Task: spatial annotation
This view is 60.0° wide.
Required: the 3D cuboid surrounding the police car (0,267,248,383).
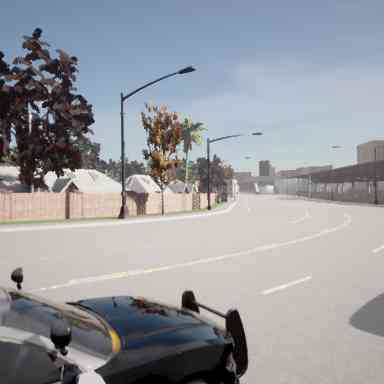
[{"bbox_3d":[-1.761,1.418,2.485,5.238,1.638,1.930,0,0,-36],"label":"police car"}]
